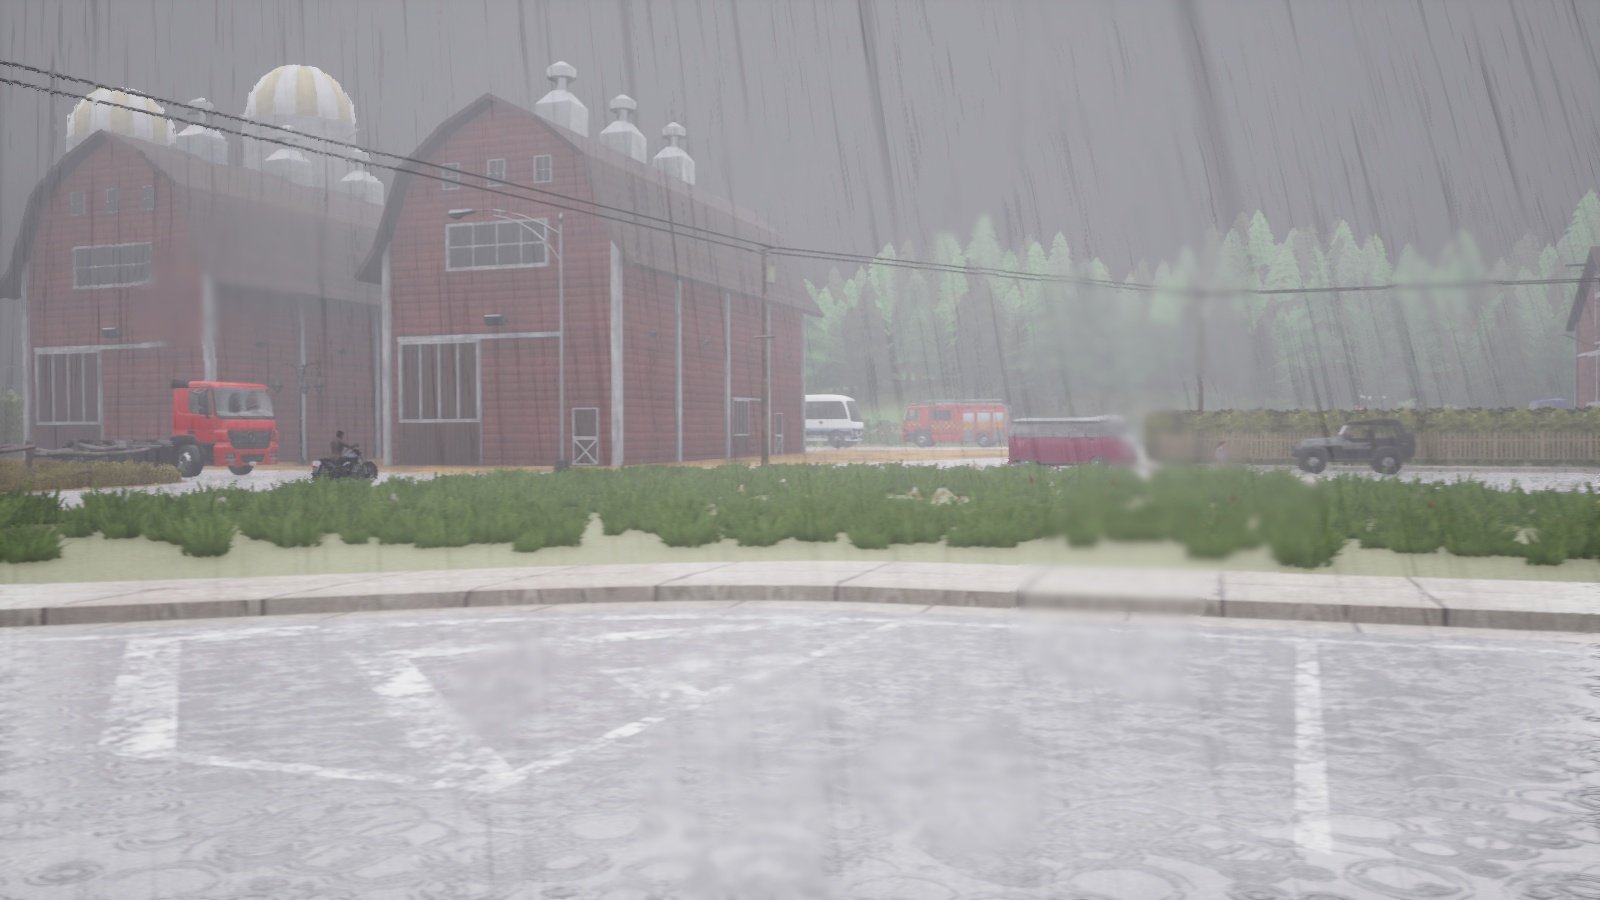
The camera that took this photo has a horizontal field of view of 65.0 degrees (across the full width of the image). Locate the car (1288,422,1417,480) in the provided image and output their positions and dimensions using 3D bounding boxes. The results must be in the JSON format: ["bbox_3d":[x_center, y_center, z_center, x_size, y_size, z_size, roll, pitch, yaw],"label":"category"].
[{"bbox_3d":[18.765,0.007,42.813,3.866,1.878,1.905,1,1,19],"label":"car"}]

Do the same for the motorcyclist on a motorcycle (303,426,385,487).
[{"bbox_3d":[-12.877,0.153,35.547,0.766,1.649,2.350,1,1,24],"label":"motorcyclist on a motorcycle"}]

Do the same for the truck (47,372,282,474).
[{"bbox_3d":[-23.092,-0.972,45.628,7.936,3.462,2.891,0,1,19],"label":"truck"}]

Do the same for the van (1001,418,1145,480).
[{"bbox_3d":[9.294,-0.076,42.822,4.442,1.987,1.775,1,1,34],"label":"van"}]

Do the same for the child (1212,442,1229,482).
[{"bbox_3d":[11.881,0.338,35.485,0.394,1.110,0.255,1,1,36],"label":"child"}]
